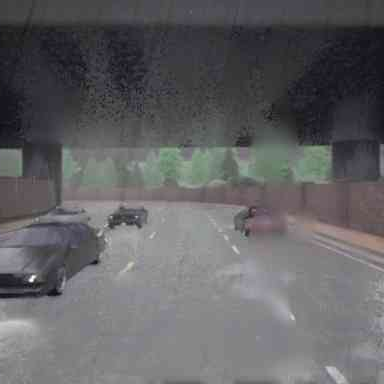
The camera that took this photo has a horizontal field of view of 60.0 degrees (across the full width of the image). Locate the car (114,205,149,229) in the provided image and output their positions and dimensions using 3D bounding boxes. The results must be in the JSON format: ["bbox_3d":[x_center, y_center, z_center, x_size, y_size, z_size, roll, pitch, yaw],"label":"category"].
[{"bbox_3d":[-3.882,1.474,20.843,1.895,1.301,4.718,-1,0,-1],"label":"car"}]

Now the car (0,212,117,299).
[{"bbox_3d":[-3.690,1.516,8.781,2.033,1.411,5.357,-1,0,0],"label":"car"}]

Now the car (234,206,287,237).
[{"bbox_3d":[3.333,1.394,16.851,1.994,1.385,4.181,-1,0,-1],"label":"car"}]

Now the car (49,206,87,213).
[{"bbox_3d":[-7.353,1.524,19.385,1.895,1.301,4.718,-1,1,-1],"label":"car"}]
